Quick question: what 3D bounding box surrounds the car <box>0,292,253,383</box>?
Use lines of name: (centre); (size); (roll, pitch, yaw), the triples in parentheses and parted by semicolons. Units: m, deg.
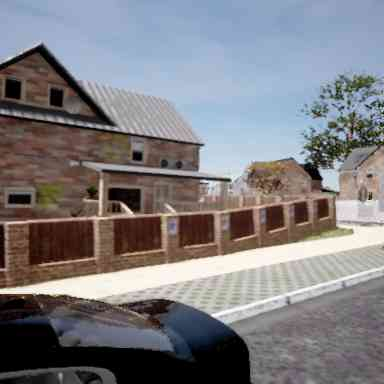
car: (-1.851, 1.481, 1.738); (5.008, 1.535, 1.882); (0, 0, -35)
